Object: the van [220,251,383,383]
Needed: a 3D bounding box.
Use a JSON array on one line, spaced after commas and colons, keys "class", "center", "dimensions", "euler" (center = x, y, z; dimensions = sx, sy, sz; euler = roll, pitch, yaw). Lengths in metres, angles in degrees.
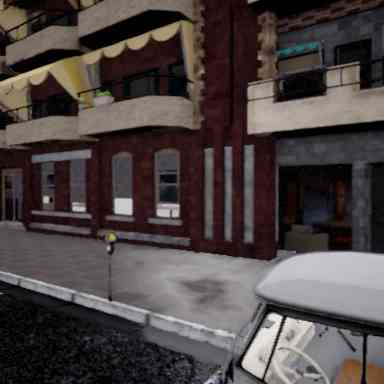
[{"class": "van", "center": [1.976, 1.324, 1.519], "dimensions": [3.998, 1.788, 1.690], "euler": [0, 1, 34]}]
